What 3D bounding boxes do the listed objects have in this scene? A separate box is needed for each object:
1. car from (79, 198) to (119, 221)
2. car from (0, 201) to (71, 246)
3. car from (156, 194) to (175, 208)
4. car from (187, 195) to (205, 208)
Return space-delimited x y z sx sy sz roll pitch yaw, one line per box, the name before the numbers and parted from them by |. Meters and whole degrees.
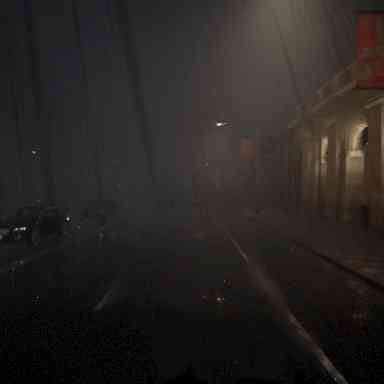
car | -6.843 1.236 24.912 1.882 1.535 5.008 0 1 1
car | -6.980 1.344 14.502 2.128 1.511 4.902 0 1 1
car | -3.158 0.978 40.219 2.097 1.767 4.553 0 0 0
car | 0.487 1.130 39.913 2.128 1.511 4.902 0 1 3
